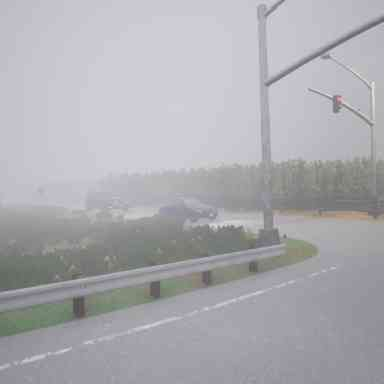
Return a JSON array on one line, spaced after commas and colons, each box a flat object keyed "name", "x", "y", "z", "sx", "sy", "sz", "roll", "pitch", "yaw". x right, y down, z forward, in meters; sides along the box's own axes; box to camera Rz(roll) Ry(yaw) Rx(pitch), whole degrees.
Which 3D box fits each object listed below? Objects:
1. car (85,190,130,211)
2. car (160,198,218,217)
[{"name": "car", "x": -7.928, "y": 0.856, "z": 30.719, "sx": 2.150, "sy": 2.045, "sz": 5.566, "roll": -3, "pitch": 2, "yaw": -41}, {"name": "car", "x": -0.363, "y": 1.113, "z": 21.920, "sx": 1.812, "sy": 1.442, "sz": 4.674, "roll": -3, "pitch": 2, "yaw": -41}]
